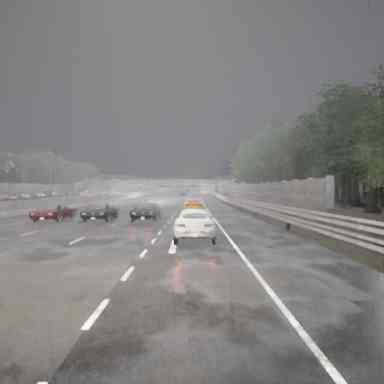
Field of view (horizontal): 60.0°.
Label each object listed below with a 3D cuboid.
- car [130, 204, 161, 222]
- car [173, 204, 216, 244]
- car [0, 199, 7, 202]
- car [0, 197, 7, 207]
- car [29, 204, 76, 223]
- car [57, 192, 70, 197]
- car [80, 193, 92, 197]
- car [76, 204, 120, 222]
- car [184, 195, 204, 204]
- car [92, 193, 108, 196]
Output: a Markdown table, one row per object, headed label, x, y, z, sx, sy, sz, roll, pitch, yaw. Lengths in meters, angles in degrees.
| label | x | y | z | sx | sy | sz | roll | pitch | yaw |
| --- | --- | --- | --- | --- | --- | --- | --- | --- | --- |
| car | -3.465 | 1.540 | 25.659 | 1.895 | 1.301 | 4.718 | 0 | 0 | 0 |
| car | 0.122 | 1.487 | 15.564 | 1.812 | 1.442 | 4.674 | 0 | 0 | 0 |
| car | -21.001 | 1.455 | 35.529 | 1.812 | 1.442 | 4.674 | 0 | 0 | 1 |
| car | -27.894 | 1.469 | 46.289 | 1.994 | 1.385 | 4.181 | 0 | 0 | 1 |
| car | -10.365 | 1.547 | 25.222 | 1.895 | 1.301 | 4.718 | 0 | 0 | 0 |
| car | -30.952 | 0.730 | 80.178 | 1.837 | 1.490 | 4.892 | 0 | 1 | 1 |
| car | -24.015 | 0.908 | 75.776 | 1.882 | 1.535 | 5.008 | 0 | 1 | 1 |
| car | -6.865 | 1.544 | 25.335 | 1.895 | 1.301 | 4.718 | 0 | 0 | 0 |
| car | 0.175 | 1.392 | 33.694 | 1.882 | 1.535 | 5.008 | 0 | 0 | 0 |
| car | -20.510 | 0.900 | 76.139 | 2.128 | 1.511 | 4.902 | 0 | 1 | 1 |
